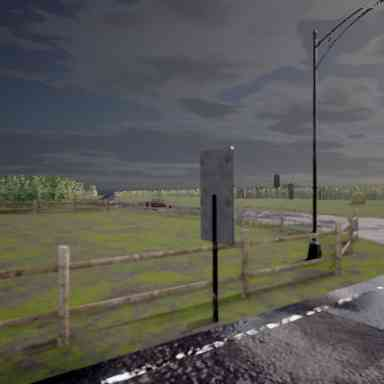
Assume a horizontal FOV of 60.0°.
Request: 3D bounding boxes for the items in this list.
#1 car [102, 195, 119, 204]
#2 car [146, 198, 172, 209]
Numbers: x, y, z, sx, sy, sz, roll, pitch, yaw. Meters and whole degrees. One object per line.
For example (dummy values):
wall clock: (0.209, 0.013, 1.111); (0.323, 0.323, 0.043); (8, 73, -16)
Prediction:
car: (-14.016, 1.199, 57.000); (1.812, 1.442, 4.674); (-1, 0, -35)
car: (-4.299, 1.468, 43.127); (1.994, 1.385, 4.181); (-1, 1, -35)
